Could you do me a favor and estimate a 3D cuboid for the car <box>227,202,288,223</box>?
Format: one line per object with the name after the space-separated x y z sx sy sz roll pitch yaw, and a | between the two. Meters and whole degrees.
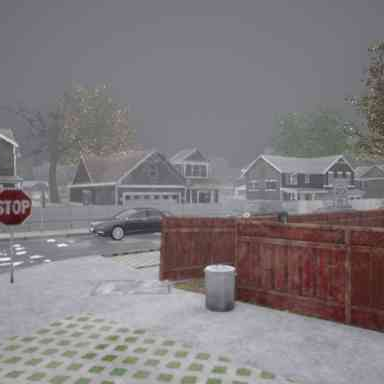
4.534 1.480 22.791 4.553 1.767 2.097 0 0 -35 | car

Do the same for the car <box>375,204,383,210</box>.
20.361 1.573 33.265 4.553 1.767 2.097 0 0 -32 | car

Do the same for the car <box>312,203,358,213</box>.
12.056 1.678 27.935 4.892 1.490 1.837 0 0 -33 | car

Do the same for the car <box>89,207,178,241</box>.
-2.872 1.587 17.423 4.892 1.490 1.837 0 0 -37 | car
